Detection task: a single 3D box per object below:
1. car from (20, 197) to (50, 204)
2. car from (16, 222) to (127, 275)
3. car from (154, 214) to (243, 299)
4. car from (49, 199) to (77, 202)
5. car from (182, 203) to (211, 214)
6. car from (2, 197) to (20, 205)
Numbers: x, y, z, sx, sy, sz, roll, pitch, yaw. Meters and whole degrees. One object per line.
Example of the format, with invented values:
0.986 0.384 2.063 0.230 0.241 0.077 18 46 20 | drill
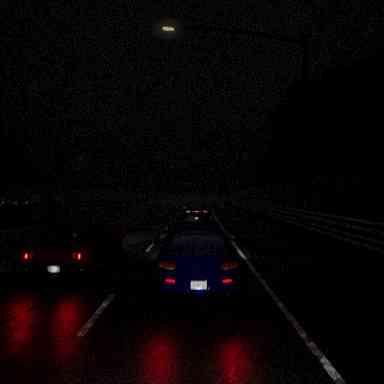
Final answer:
-20.251 1.415 44.149 2.097 1.767 4.553 0 0 2 | car
-3.358 1.597 10.378 1.895 1.301 4.718 0 0 1 | car
0.133 1.523 8.338 1.812 1.442 4.674 0 0 0 | car
-16.715 1.620 44.901 2.033 1.411 5.357 0 0 2 | car
0.335 1.503 24.129 2.128 1.511 4.902 0 0 1 | car
-23.709 1.419 45.184 2.097 1.767 4.553 0 0 2 | car
